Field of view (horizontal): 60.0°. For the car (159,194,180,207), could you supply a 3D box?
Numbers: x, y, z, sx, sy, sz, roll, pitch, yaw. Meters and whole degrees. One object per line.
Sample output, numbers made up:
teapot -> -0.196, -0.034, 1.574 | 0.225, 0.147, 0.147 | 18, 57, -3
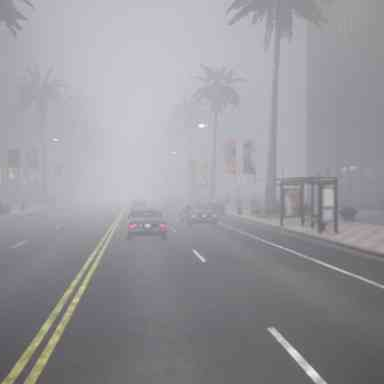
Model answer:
car -> -3.153, 1.386, 42.397 | 2.033, 1.411, 5.357 | 0, 0, -10

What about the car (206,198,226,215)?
car -> 1.796, 1.350, 31.153 | 2.231, 1.521, 4.892 | 0, 0, -10

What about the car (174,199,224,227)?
car -> 0.308, 1.457, 22.109 | 2.033, 1.411, 5.357 | 0, 0, -10

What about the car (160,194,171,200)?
car -> -6.515, 1.205, 81.780 | 2.161, 1.482, 4.786 | 0, 0, -10

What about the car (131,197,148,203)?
car -> -6.505, 1.380, 41.244 | 1.812, 1.442, 4.674 | 0, 0, -10

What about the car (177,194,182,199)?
car -> -3.132, 1.123, 60.111 | 2.185, 1.767, 4.553 | 0, 0, -10

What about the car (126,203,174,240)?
car -> -2.312, 1.487, 16.642 | 2.033, 1.411, 5.357 | 0, 0, -10
